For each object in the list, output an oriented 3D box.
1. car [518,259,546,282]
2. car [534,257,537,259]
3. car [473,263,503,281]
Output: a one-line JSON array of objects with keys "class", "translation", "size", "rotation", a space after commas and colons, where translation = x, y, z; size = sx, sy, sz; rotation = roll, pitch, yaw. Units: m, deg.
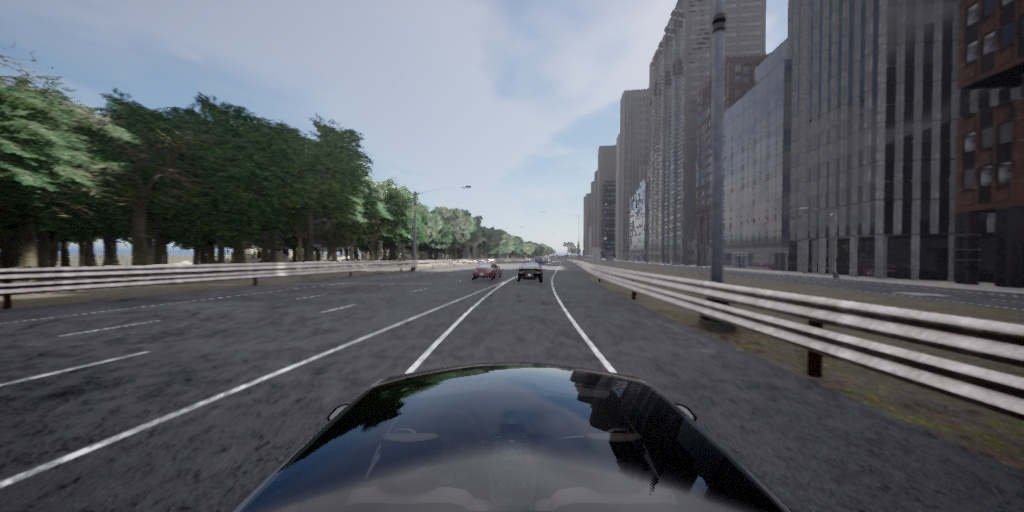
[{"class": "car", "translation": [1.595, 1.273, 29.384], "size": [1.882, 1.535, 5.008], "rotation": [0, 0, 6]}, {"class": "car", "translation": [2.961, 1.365, 64.304], "size": [1.837, 1.490, 4.892], "rotation": [1, -1, 8]}, {"class": "car", "translation": [-2.051, 1.286, 30.528], "size": [1.812, 1.442, 4.674], "rotation": [1, 0, 8]}]
